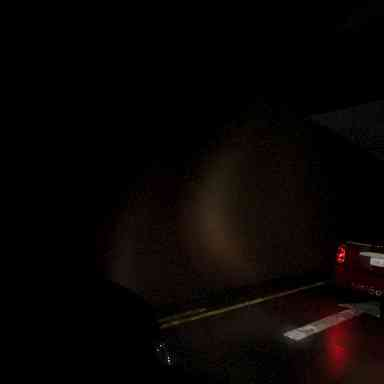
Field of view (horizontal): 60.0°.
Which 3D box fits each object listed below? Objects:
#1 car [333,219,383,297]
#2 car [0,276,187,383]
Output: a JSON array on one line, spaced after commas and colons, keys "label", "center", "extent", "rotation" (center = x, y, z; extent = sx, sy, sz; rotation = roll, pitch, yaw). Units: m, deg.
[{"label": "car", "center": [5.270, 1.352, 7.540], "extent": [4.553, 1.767, 2.097], "rotation": [0, 0, -35]}, {"label": "car", "center": [-2.705, 1.221, 1.856], "extent": [5.566, 2.045, 2.150], "rotation": [0, 0, -35]}]
